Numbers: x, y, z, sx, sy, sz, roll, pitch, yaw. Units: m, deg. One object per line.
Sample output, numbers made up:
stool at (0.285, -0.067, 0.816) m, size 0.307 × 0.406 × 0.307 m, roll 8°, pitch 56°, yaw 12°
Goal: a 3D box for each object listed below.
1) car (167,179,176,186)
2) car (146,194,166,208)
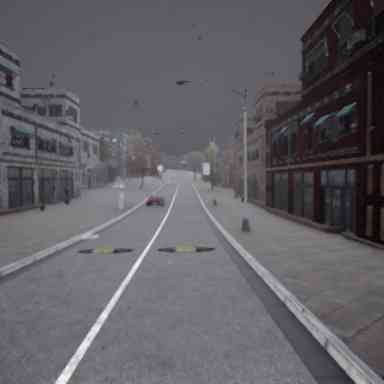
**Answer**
car at (-4.767, -2.301, 78.345) m, size 2.097 × 1.767 × 4.553 m, roll 0°, pitch 4°, yaw -1°
car at (-3.886, 0.931, 36.238) m, size 1.895 × 1.301 × 4.718 m, roll 0°, pitch 3°, yaw -1°
